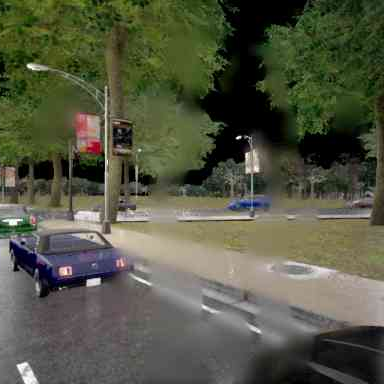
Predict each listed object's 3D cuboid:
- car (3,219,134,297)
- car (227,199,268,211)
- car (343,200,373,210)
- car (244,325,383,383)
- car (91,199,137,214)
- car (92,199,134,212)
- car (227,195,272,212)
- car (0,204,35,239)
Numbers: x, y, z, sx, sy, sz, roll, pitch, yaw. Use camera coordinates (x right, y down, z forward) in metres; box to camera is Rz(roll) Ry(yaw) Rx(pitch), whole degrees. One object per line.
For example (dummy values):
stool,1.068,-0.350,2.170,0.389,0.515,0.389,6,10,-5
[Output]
car,-3.419,1.601,8.719,1.895,1.301,4.718,0,0,-38
car,7.388,1.695,44.572,4.902,1.511,2.128,1,0,-14
car,24.603,1.842,48.920,4.674,1.442,1.812,0,0,-14
car,2.352,1.478,1.244,1.882,1.535,5.008,0,0,-38
car,-8.615,1.610,36.870,4.892,1.490,1.837,0,0,-18
car,-9.540,1.608,40.243,4.892,1.490,1.837,0,0,-14
car,7.090,1.416,41.145,5.566,2.045,2.150,0,0,-14
car,-8.909,1.352,15.837,2.097,1.767,4.553,0,0,-38
